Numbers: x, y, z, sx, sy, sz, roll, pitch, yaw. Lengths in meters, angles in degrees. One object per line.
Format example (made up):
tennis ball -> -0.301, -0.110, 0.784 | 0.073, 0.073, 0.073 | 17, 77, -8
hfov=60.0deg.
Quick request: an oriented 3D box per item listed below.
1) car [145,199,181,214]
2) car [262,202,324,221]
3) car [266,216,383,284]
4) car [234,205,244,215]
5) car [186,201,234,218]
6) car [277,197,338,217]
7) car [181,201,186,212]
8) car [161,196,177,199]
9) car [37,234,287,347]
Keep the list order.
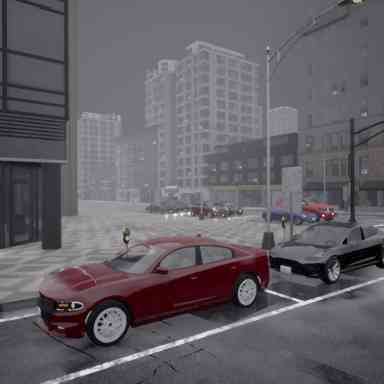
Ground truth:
car -> -4.141, 2.042, 43.101 | 2.033, 1.411, 5.357 | 0, 0, -36
car -> 7.631, 1.766, 26.467 | 1.812, 1.442, 4.674 | 0, -1, -35
car -> 4.121, 1.564, 9.591 | 4.313, 1.339, 1.947 | 0, 0, -35
car -> 3.755, 1.873, 37.570 | 1.837, 1.490, 4.892 | 0, -1, -35
car -> 1.779, 1.723, 34.744 | 2.097, 1.767, 4.553 | 0, -1, -35
car -> 9.758, 1.458, 29.085 | 2.150, 2.045, 5.566 | 0, -1, -35
car -> -2.371, 2.044, 46.237 | 2.033, 1.411, 5.357 | 0, 0, -36
car -> -4.597, 1.838, 60.964 | 2.150, 2.045, 5.566 | 0, 0, -35
car -> -0.475, 1.545, 6.314 | 4.507, 1.381, 1.887 | 0, 0, -35
